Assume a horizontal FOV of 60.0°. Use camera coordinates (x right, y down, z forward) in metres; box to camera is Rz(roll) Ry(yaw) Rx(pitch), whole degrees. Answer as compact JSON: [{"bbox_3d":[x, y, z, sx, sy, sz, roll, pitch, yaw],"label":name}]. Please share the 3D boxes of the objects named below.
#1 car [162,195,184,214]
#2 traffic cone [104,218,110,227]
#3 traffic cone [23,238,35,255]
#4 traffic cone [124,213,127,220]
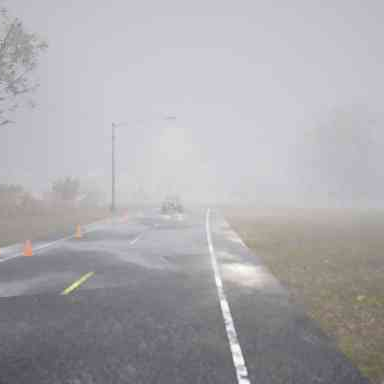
[{"bbox_3d":[-2.103,1.307,37.497,2.150,2.045,5.566,0,0,1],"label":"car"},{"bbox_3d":[-5.624,1.998,22.084,0.340,0.580,0.340,0,0,2],"label":"traffic cone"},{"bbox_3d":[-5.916,1.975,12.037,0.340,0.580,0.340,0,0,1],"label":"traffic cone"},{"bbox_3d":[-5.419,2.011,27.105,0.340,0.580,0.340,0,0,3],"label":"traffic cone"}]
